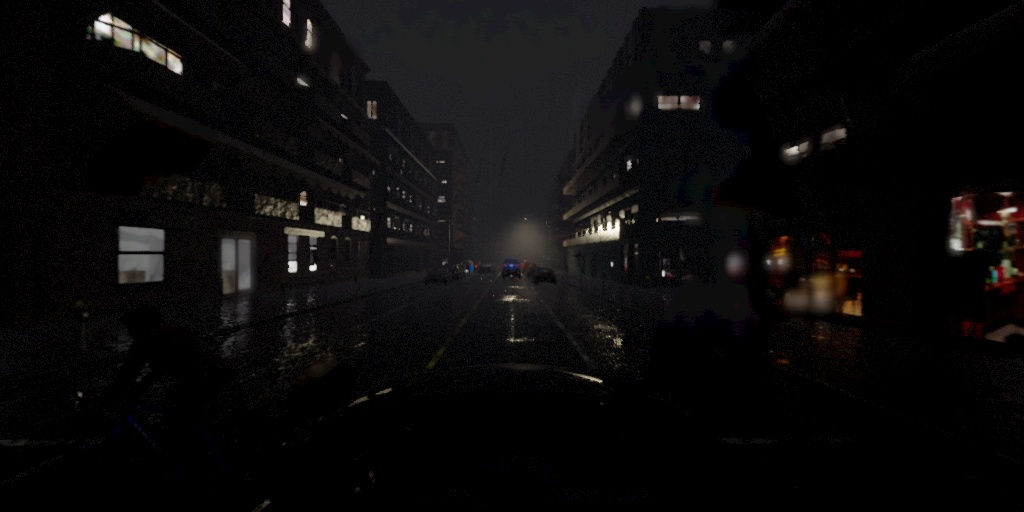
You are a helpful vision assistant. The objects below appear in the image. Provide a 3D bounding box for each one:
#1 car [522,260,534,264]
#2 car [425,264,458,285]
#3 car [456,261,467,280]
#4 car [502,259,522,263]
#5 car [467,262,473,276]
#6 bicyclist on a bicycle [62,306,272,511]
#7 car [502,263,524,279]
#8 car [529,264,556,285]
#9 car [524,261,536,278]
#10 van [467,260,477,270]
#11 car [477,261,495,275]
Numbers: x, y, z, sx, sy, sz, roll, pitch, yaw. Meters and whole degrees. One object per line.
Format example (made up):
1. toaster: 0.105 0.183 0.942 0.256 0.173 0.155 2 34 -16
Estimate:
1. car: 2.469 1.518 51.139 2.192 1.841 5.009 0 0 0
2. car: -5.776 1.581 28.722 1.802 1.307 4.207 0 0 0
3. car: -5.802 1.490 34.324 1.967 1.591 4.097 0 0 0
4. car: -0.107 1.398 48.093 2.150 2.045 5.566 0 -1 0
5. car: -5.827 1.652 39.925 2.007 1.370 4.403 0 0 0
6. bicyclist on a bicycle: -2.724 1.216 2.823 1.656 1.620 0.582 -2 0 0
7. car: -0.051 1.675 37.023 1.895 1.301 4.718 0 -1 0
8. car: 2.572 1.579 28.732 1.802 1.307 4.207 0 0 0
9. car: 2.520 1.626 40.105 1.751 1.417 4.829 0 0 0
10. van: -5.853 1.494 45.527 1.690 1.789 3.998 0 0 0
11. car: -3.300 1.737 47.729 1.994 1.385 4.181 0 -1 0
